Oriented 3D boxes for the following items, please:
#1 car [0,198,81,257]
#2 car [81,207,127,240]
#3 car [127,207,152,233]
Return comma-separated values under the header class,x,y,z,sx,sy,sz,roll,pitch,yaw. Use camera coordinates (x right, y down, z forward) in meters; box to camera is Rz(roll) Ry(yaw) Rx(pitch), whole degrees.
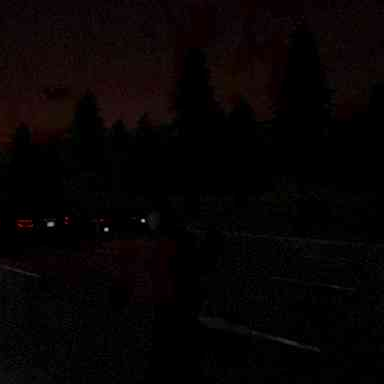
class,x,y,z,sx,sy,sz,roll,pitch,yaw
car,-7.211,1.254,13.419,5.566,2.045,2.150,0,0,36
car,-5.932,1.527,16.806,4.902,1.511,2.128,0,0,36
car,-4.400,1.601,20.014,4.181,1.385,1.994,0,0,36
